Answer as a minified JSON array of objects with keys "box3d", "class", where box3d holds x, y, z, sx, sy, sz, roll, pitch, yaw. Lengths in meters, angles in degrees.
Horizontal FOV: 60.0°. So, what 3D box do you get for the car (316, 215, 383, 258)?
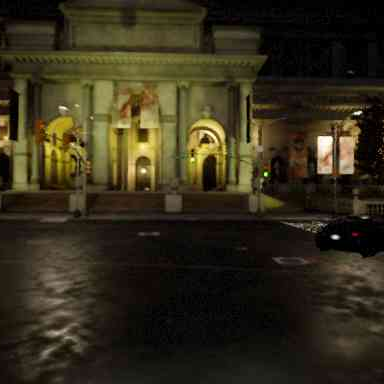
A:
[{"box3d":[6.740,1.576,12.902,4.181,1.385,1.994,0,0,-34],"class":"car"}]
